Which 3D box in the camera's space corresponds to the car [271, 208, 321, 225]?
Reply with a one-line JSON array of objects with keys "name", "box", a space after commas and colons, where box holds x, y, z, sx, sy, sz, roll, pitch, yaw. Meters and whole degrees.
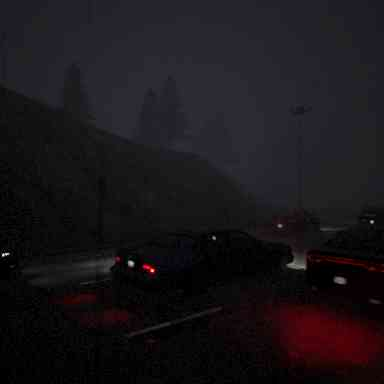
[{"name": "car", "box": [6.294, 1.712, 20.161, 1.812, 1.442, 4.674, 0, -1, 39]}]

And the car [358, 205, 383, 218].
[{"name": "car", "box": [13.162, 1.733, 23.986, 1.837, 1.490, 4.892, 0, 0, 32]}]

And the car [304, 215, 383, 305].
[{"name": "car", "box": [4.649, 1.556, 8.045, 5.008, 1.535, 1.882, 1, -1, -43]}]

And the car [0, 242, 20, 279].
[{"name": "car", "box": [-6.741, 1.551, 7.691, 4.902, 1.511, 2.128, 0, -1, -35]}]

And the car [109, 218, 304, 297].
[{"name": "car", "box": [0.555, 1.627, 8.891, 5.357, 1.411, 2.033, 1, -1, -41]}]
